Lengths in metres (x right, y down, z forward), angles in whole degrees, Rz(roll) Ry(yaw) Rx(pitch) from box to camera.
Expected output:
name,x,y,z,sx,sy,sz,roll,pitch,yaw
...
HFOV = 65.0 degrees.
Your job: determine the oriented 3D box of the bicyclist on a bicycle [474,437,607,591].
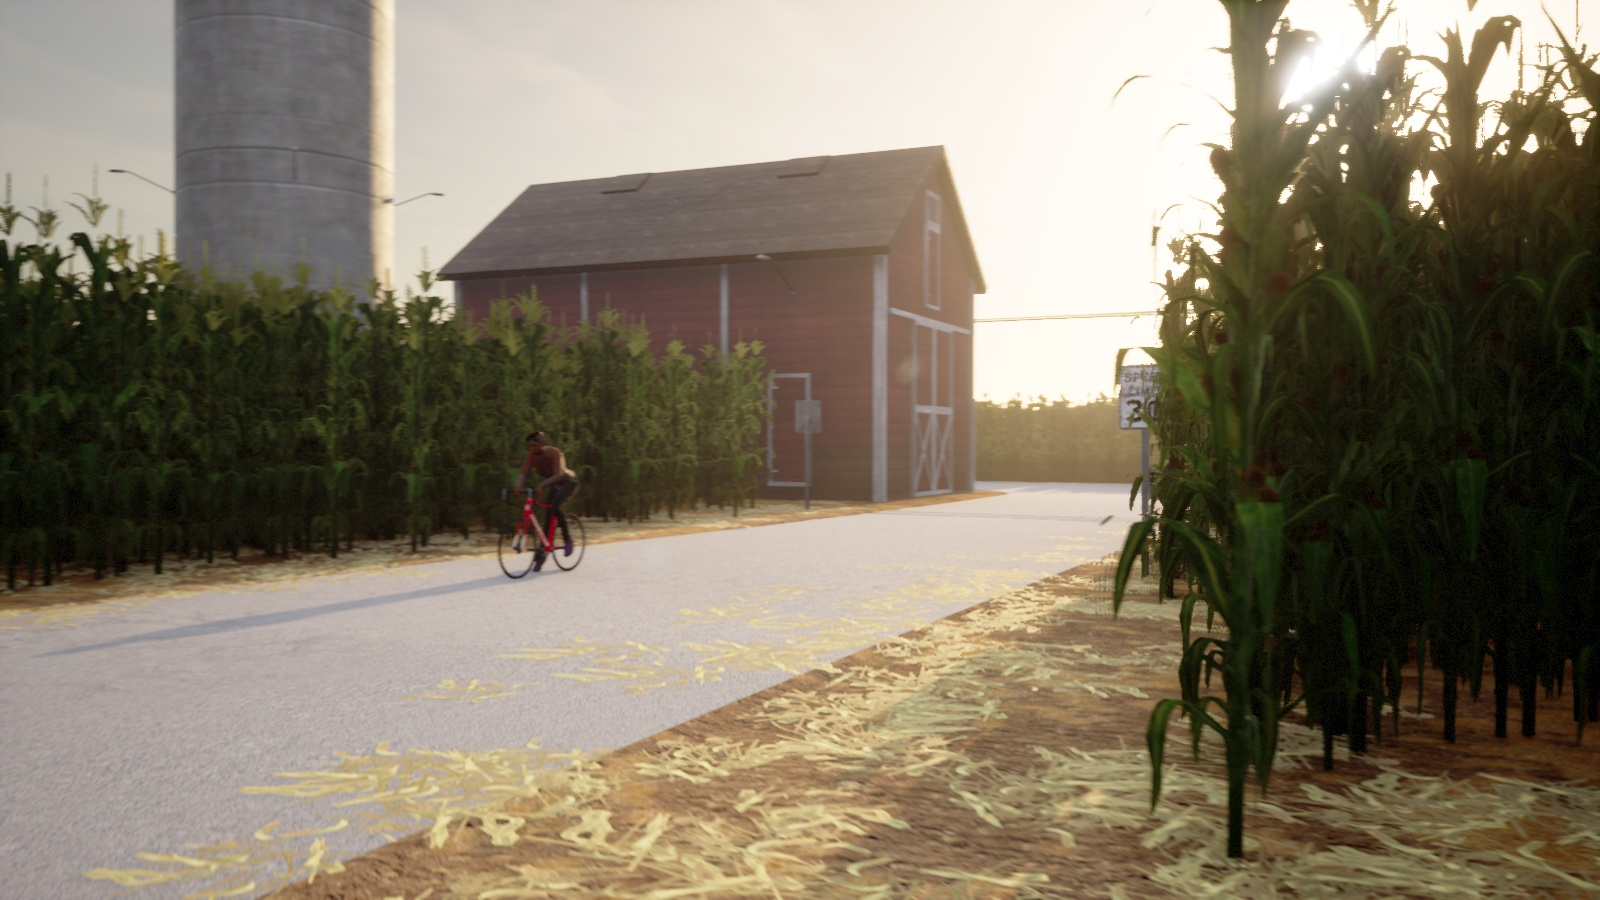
name,x,y,z,sx,sy,sz,roll,pitch,yaw
bicyclist on a bicycle,-2.889,0.669,14.122,0.582,1.620,1.656,-1,0,24
